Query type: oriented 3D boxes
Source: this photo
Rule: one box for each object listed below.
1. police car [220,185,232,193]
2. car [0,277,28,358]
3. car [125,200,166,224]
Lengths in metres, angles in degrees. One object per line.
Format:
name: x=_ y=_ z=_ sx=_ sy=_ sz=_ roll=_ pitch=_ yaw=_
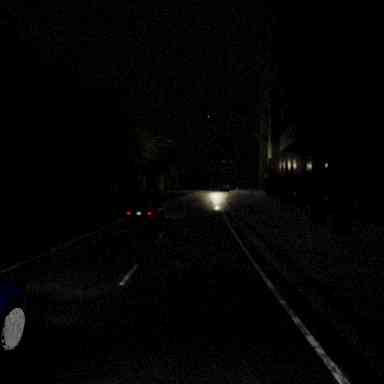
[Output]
police car: x=7.737 y=-0.675 z=78.388 sx=1.930 sy=1.638 sz=5.238 roll=0 pitch=2 yaw=9
car: x=-3.353 y=1.456 z=2.915 sx=1.882 sy=1.535 sz=5.008 roll=0 pitch=0 yaw=0
car: x=-2.868 y=1.201 z=21.218 sx=2.033 sy=1.411 sz=5.357 roll=0 pitch=1 yaw=3
